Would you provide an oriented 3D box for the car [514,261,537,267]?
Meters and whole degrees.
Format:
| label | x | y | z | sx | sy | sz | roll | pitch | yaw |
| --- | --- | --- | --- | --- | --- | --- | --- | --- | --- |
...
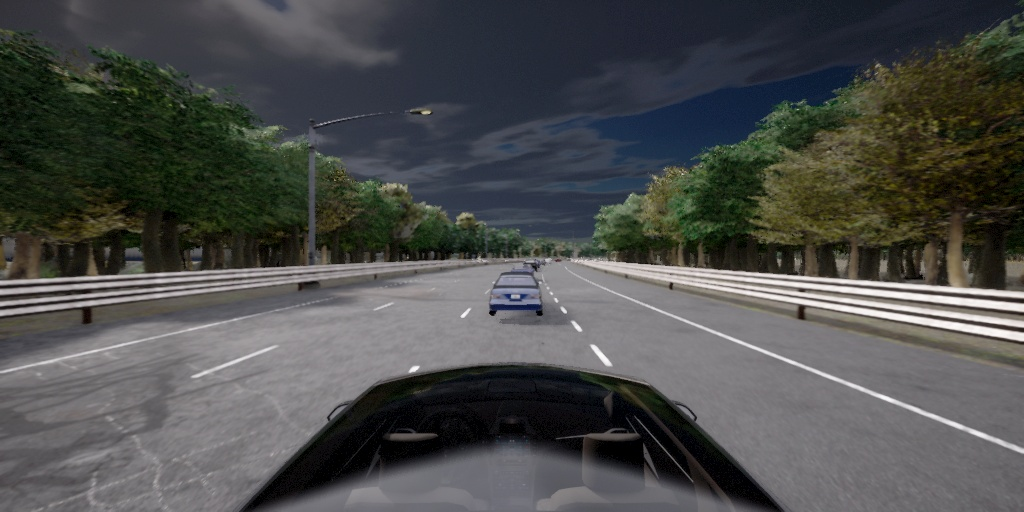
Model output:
| label | x | y | z | sx | sy | sz | roll | pitch | yaw |
| --- | --- | --- | --- | --- | --- | --- | --- | --- | --- |
| car | 0.946 | 1.359 | 30.598 | 1.895 | 1.301 | 4.718 | 0 | 0 | 4 |

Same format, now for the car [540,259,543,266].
| label | x | y | z | sx | sy | sz | roll | pitch | yaw |
| --- | --- | --- | --- | --- | --- | --- | --- | --- | --- |
| car | 3.729 | 1.309 | 59.784 | 1.812 | 1.442 | 4.674 | 0 | 0 | 7 |

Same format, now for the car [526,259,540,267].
| label | x | y | z | sx | sy | sz | roll | pitch | yaw |
| --- | --- | --- | --- | --- | --- | --- | --- | --- | --- |
| car | 2.600 | 1.247 | 50.058 | 1.882 | 1.535 | 5.008 | 0 | 0 | 6 |

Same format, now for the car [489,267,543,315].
| label | x | y | z | sx | sy | sz | roll | pitch | yaw |
| --- | --- | --- | --- | --- | --- | --- | --- | --- | --- |
| car | 0.178 | 1.300 | 13.592 | 2.033 | 1.411 | 5.357 | 0 | 0 | 2 |
